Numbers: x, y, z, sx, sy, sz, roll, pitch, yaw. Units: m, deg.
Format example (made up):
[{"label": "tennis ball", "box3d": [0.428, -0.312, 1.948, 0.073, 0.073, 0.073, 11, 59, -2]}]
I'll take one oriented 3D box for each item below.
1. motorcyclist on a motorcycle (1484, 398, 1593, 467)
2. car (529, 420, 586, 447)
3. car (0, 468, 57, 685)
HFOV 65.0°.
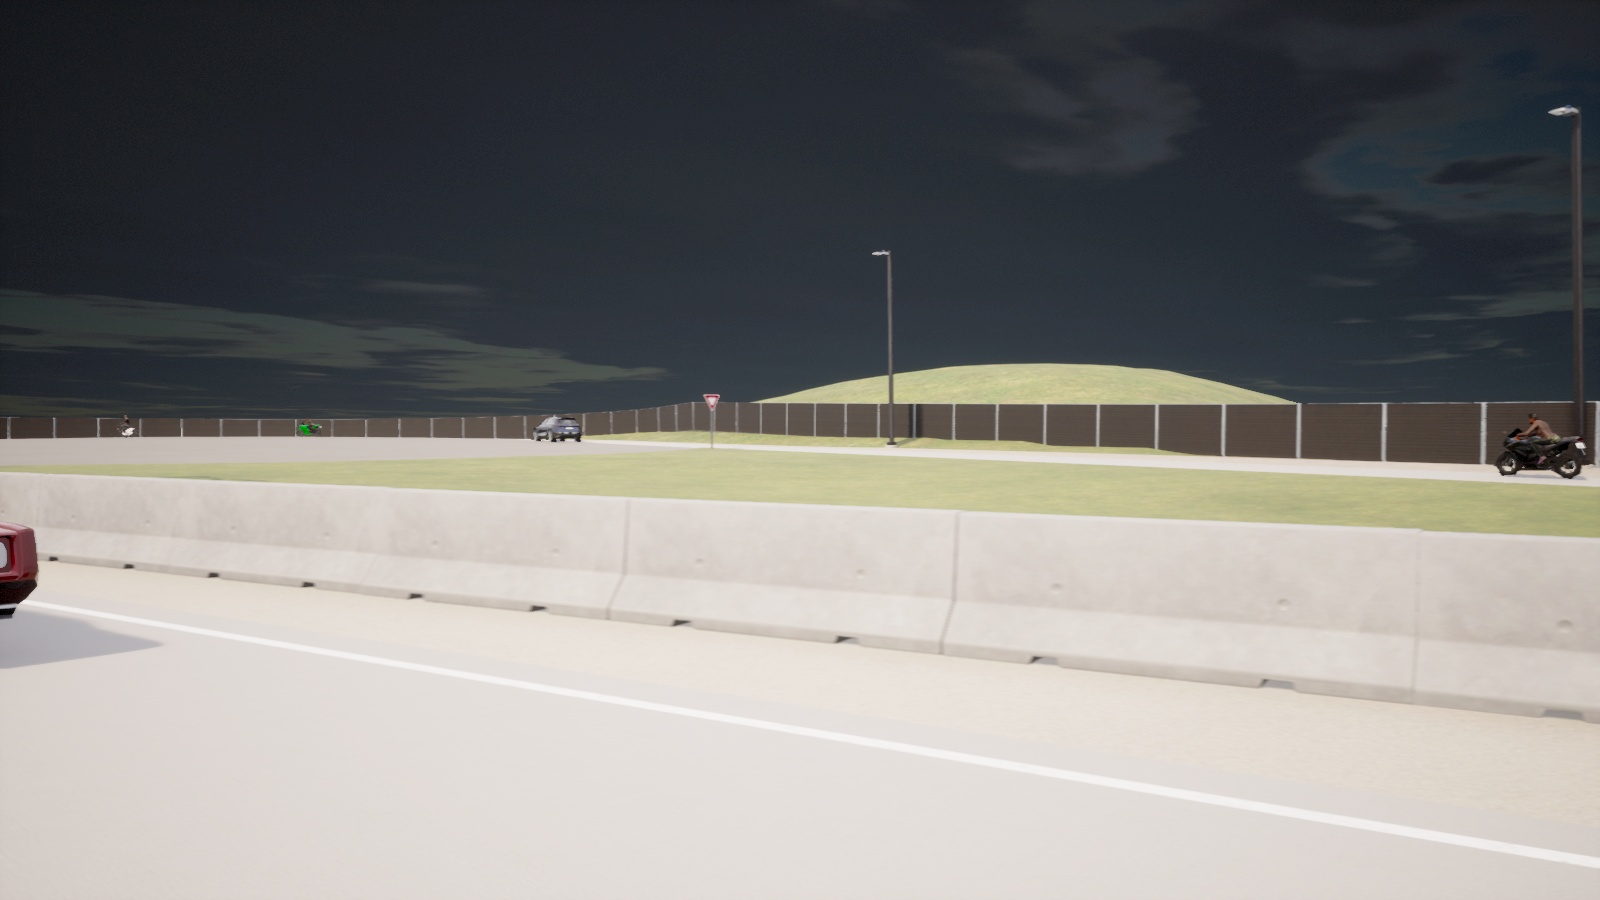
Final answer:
[{"label": "motorcyclist on a motorcycle", "box3d": [17.155, -0.413, 29.216, 0.797, 1.523, 2.044, -2, 1, -29]}, {"label": "car", "box3d": [-15.463, -1.049, 79.924, 2.033, 1.649, 4.856, -2, 1, -31]}, {"label": "car", "box3d": [-7.151, 0.783, 8.377, 4.718, 1.301, 1.895, 0, 1, 34]}]
